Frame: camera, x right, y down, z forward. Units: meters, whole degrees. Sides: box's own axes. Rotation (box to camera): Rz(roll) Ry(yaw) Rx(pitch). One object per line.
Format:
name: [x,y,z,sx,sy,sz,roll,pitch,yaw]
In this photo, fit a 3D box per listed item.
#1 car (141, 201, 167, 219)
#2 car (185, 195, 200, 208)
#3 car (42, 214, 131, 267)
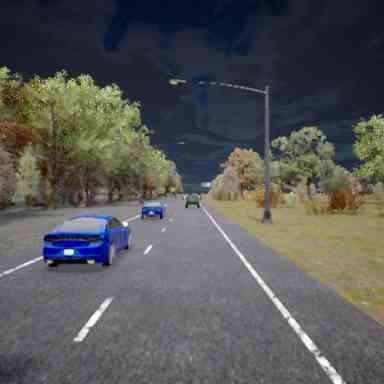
car: [-3.403,1.593,30.292,1.882,1.535,5.008,0,0,0]
car: [0.099,1.426,53.349,2.150,2.045,5.566,0,0,0]
car: [-3.402,1.522,11.670,1.882,1.535,5.008,0,0,0]
